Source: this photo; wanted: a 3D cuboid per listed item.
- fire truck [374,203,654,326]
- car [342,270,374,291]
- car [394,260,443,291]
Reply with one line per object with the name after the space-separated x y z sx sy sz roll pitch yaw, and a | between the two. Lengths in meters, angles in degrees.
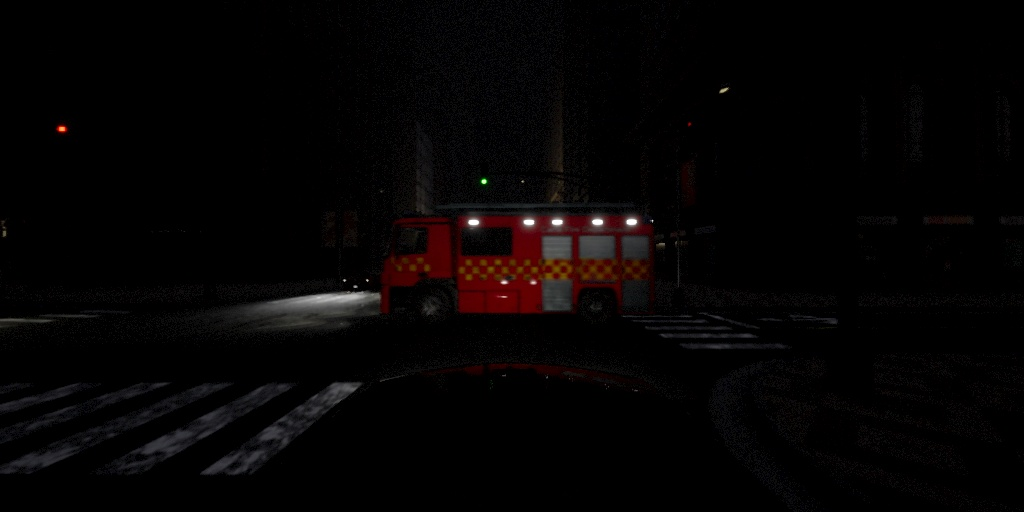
0.175 0.236 12.215 8.468 3.827 2.891 0 -1 1 | fire truck
-9.851 1.653 24.799 1.895 1.301 4.718 0 -1 0 | car
-6.597 1.289 26.036 2.150 2.045 5.566 0 -1 0 | car
